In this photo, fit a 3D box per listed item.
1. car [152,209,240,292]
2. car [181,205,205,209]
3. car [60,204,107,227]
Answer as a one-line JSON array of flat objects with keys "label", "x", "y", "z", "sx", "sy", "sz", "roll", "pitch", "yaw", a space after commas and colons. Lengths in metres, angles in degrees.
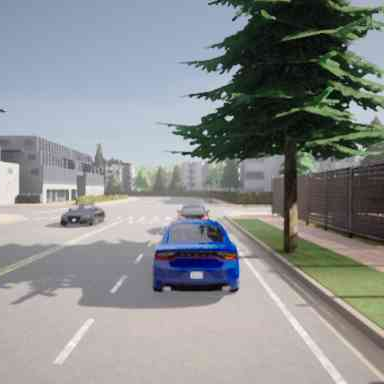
[{"label": "car", "x": 0.081, "y": 1.443, "z": 8.874, "sx": 1.882, "sy": 1.535, "sz": 5.008, "roll": 0, "pitch": 0, "yaw": 0}, {"label": "car", "x": 0.075, "y": 1.452, "z": 18.949, "sx": 1.812, "sy": 1.442, "sz": 4.674, "roll": 0, "pitch": 0, "yaw": 0}, {"label": "car", "x": -7.044, "y": 1.479, "z": 21.888, "sx": 1.994, "sy": 1.385, "sz": 4.181, "roll": 0, "pitch": 0, "yaw": 1}]
